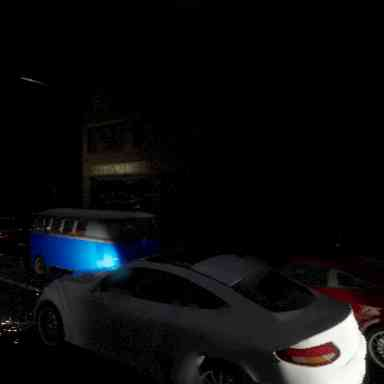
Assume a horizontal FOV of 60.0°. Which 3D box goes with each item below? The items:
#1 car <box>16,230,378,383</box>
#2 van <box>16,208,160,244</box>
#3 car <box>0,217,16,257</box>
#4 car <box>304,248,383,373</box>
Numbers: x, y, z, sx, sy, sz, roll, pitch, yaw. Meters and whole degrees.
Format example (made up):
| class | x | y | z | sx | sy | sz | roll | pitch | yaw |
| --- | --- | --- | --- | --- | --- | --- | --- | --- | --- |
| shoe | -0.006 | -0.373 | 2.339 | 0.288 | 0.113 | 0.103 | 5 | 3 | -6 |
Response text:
| class | x | y | z | sx | sy | sz | roll | pitch | yaw |
| --- | --- | --- | --- | --- | --- | --- | --- | --- | --- |
| car | -0.265 | 1.532 | 4.551 | 4.674 | 1.442 | 1.812 | 0 | 0 | 36 |
| van | -2.660 | 1.348 | 8.673 | 3.998 | 1.788 | 1.690 | 0 | 0 | 36 |
| car | -7.261 | 1.547 | 11.971 | 4.507 | 1.381 | 1.887 | 0 | 0 | 36 |
| car | 1.940 | 1.592 | 5.376 | 4.206 | 1.307 | 1.802 | 0 | 0 | 36 |
